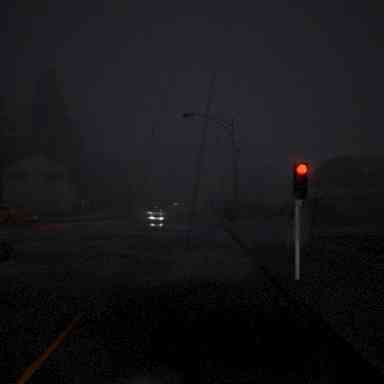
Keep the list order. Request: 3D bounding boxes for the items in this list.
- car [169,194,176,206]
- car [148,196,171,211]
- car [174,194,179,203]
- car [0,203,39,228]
[{"bbox_3d":[-4.065,1.526,53.930,1.812,1.442,4.674,0,0,0],"label":"car"},{"bbox_3d":[-4.085,1.491,40.057,2.128,1.511,4.902,0,0,0],"label":"car"},{"bbox_3d":[-3.973,1.414,69.629,2.150,2.045,5.566,0,0,0],"label":"car"},{"bbox_3d":[-12.671,1.477,21.717,5.008,1.535,1.882,0,1,1],"label":"car"}]
